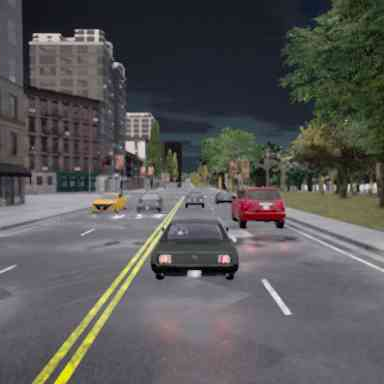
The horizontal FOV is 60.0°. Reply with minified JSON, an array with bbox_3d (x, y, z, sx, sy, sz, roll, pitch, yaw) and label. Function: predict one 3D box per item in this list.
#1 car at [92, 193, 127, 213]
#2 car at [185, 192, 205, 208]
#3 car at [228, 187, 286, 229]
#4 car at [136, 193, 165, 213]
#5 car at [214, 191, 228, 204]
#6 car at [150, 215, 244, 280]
[{"bbox_3d":[-6.459,0.789,26.405,1.882,1.535,5.008,0,1,0],"label":"car"},{"bbox_3d":[0.268,0.706,32.181,2.033,1.411,5.357,0,1,0],"label":"car"},{"bbox_3d":[3.436,0.748,18.018,2.150,2.045,5.566,0,1,0],"label":"car"},{"bbox_3d":[-3.211,0.838,26.358,1.812,1.442,4.674,0,1,0],"label":"car"},{"bbox_3d":[3.537,0.605,36.673,1.994,1.385,4.181,0,1,0],"label":"car"},{"bbox_3d":[0.090,1.361,9.137,1.895,1.301,4.718,0,1,1],"label":"car"}]
